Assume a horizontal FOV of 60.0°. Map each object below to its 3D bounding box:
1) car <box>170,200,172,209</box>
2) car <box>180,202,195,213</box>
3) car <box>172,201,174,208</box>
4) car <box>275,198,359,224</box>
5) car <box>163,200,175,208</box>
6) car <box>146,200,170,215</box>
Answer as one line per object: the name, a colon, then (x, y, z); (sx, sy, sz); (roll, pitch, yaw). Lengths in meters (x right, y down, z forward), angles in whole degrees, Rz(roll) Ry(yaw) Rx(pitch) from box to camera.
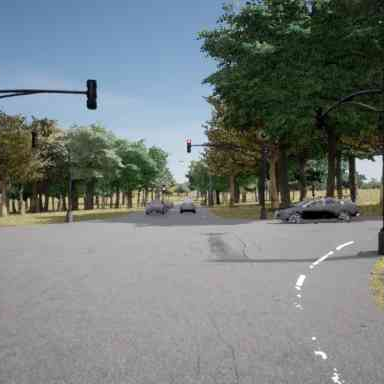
car: (-4.337, 2.144, 48.450); (1.895, 1.301, 4.718); (0, -1, -1)
car: (-0.561, 2.044, 44.869); (1.994, 1.385, 4.181); (0, -1, -1)
car: (-4.554, 2.274, 58.256); (2.033, 1.411, 5.357); (0, -1, -1)
car: (7.692, 1.135, 20.677); (4.902, 1.511, 2.128); (-2, -1, 2)
car: (-4.708, 2.458, 68.265); (2.128, 1.511, 4.902); (0, -2, -1)
car: (-4.172, 1.739, 39.448); (2.097, 1.767, 4.553); (0, -1, 0)
